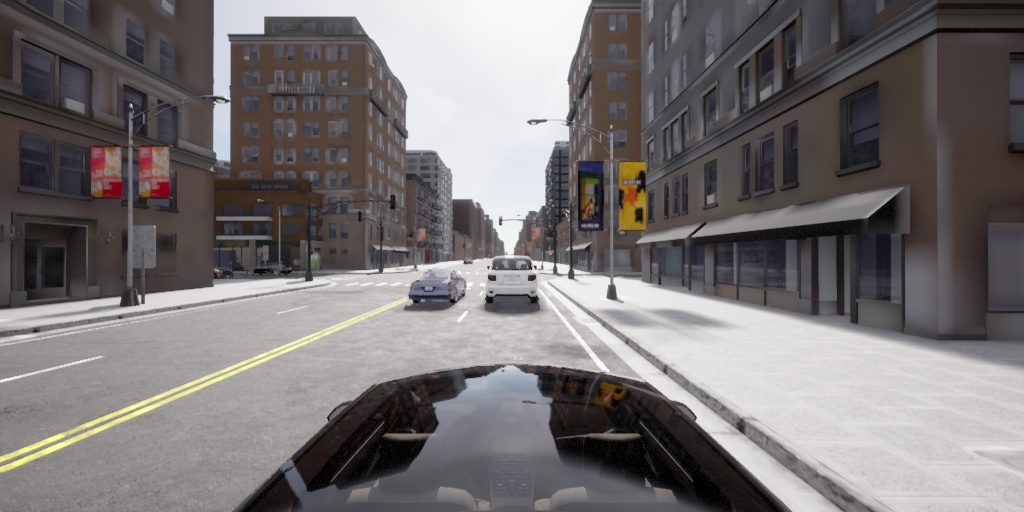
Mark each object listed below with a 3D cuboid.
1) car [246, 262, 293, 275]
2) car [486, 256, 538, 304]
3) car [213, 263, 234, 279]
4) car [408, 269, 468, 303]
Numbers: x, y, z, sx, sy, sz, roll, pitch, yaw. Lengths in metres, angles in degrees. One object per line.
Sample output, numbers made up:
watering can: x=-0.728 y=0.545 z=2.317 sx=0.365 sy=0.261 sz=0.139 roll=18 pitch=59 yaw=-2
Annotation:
car: x=-25.375 y=1.326 z=37.609 sx=4.313 sy=1.339 sz=1.948 roll=0 pitch=0 yaw=0
car: x=0.000 y=1.007 z=16.529 sx=2.150 sy=2.045 sz=5.566 roll=0 pitch=0 yaw=0
car: x=-25.416 y=1.169 z=29.585 sx=4.097 sy=1.591 sz=1.967 roll=0 pitch=0 yaw=0
car: x=-3.250 y=1.313 z=16.500 sx=2.033 sy=1.411 sz=5.357 roll=0 pitch=0 yaw=0
